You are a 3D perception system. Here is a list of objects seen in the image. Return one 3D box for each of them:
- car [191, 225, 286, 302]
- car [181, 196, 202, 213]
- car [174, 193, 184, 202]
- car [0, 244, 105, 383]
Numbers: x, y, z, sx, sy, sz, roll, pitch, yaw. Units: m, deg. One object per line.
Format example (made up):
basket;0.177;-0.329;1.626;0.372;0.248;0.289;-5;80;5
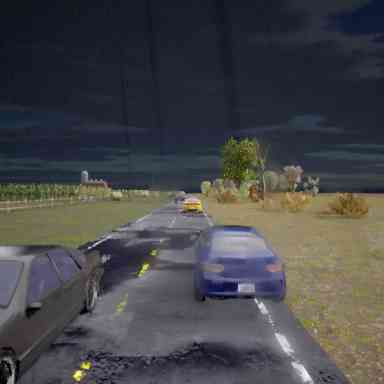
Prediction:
car;0.955;1.527;8.154;1.812;1.442;4.674;0;0;0
car;0.041;1.481;37.045;1.882;1.535;5.008;0;0;0
car;-2.829;1.243;76.892;2.150;2.045;5.566;0;0;0
car;-2.755;1.548;4.877;2.033;1.411;5.357;0;0;0
